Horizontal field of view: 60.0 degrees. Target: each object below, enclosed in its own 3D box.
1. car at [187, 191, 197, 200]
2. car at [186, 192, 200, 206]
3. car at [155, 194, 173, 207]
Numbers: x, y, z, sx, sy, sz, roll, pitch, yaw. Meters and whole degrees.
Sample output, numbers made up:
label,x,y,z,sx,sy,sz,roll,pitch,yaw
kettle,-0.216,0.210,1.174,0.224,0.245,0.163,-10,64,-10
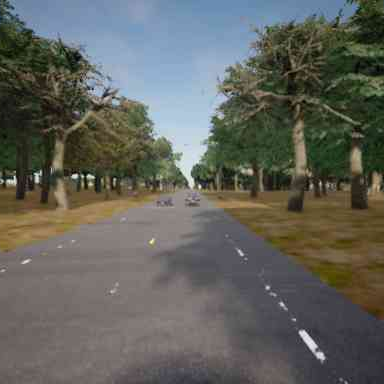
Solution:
label,x,y,z,sx,sy,sz,roll,pitch,yaw
car,0.087,0.677,63.315,1.837,1.490,4.892,0,1,0
car,0.090,1.016,45.465,2.128,1.511,4.902,0,1,0
car,-3.591,1.071,43.310,1.837,1.490,4.892,0,1,0
